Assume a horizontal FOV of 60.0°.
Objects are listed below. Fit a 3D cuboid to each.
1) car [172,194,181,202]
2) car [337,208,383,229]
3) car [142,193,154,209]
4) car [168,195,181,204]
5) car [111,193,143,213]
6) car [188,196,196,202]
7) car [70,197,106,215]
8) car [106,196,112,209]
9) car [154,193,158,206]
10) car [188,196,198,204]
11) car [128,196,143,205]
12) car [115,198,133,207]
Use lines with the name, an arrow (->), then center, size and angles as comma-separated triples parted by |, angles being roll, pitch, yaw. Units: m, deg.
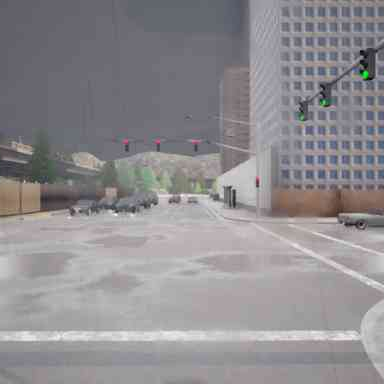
car -> -3.491, 1.305, 74.449 | 1.882, 1.535, 5.008 | 0, 0, 0
car -> 11.856, 1.656, 21.162 | 4.718, 1.301, 1.895 | 0, 0, 0
car -> -7.078, 1.221, 46.200 | 2.150, 2.045, 5.566 | 0, 0, 0
car -> -3.492, 1.601, 64.257 | 1.895, 1.301, 4.718 | 0, 0, 0
car -> -7.083, 1.352, 36.764 | 2.097, 1.767, 4.553 | 0, 0, 0
car -> 0.010, 1.595, 74.828 | 1.895, 1.301, 4.718 | 0, 0, 0
car -> -10.599, 1.491, 33.217 | 2.128, 1.511, 4.902 | 0, 0, 1
car -> -10.586, 1.352, 42.113 | 2.097, 1.767, 4.553 | 0, 0, 0
car -> -7.057, 1.221, 56.929 | 2.150, 2.045, 5.566 | 0, 0, 0
car -> 0.104, 1.601, 64.325 | 1.895, 1.301, 4.718 | 0, 0, 0
car -> -10.551, 1.477, 62.126 | 1.882, 1.535, 5.008 | 0, 0, 0
car -> -10.581, 1.601, 51.907 | 1.895, 1.301, 4.718 | 0, 0, 0
